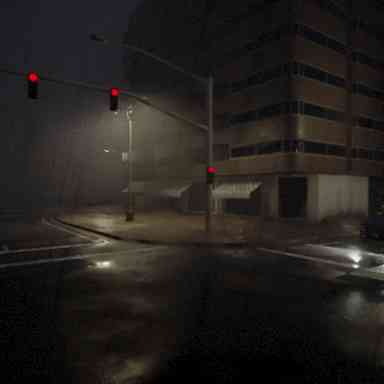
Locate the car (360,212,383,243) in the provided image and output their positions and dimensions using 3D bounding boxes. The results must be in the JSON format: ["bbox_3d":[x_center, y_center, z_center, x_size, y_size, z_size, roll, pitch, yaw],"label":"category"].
[{"bbox_3d":[9.655,1.504,15.212,5.008,1.535,1.882,0,0,-35],"label":"car"}]

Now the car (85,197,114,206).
[{"bbox_3d":[-14.139,1.446,51.264,2.033,1.411,5.357,0,0,20],"label":"car"}]
